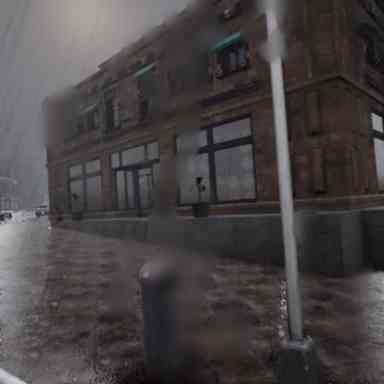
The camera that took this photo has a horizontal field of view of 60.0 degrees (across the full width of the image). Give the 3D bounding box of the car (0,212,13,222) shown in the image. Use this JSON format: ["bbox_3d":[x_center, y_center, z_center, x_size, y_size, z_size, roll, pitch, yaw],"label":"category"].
[{"bbox_3d":[-16.857,2.041,26.913,1.895,1.301,4.718,-4,1,10],"label":"car"}]

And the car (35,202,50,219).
[{"bbox_3d":[-13.434,1.669,32.220,2.128,1.511,4.902,-3,0,-2],"label":"car"}]
